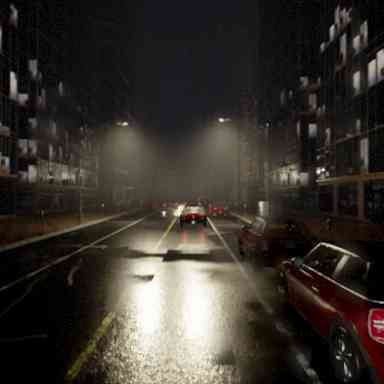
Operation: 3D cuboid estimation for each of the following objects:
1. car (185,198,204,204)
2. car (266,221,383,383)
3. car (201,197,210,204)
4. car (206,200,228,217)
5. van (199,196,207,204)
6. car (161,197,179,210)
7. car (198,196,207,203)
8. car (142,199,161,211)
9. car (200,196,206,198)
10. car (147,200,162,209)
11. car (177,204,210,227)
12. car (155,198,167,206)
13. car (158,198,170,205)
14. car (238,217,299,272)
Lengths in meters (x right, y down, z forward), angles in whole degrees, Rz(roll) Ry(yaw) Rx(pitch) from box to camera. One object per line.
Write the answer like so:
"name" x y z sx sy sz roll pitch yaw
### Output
"car" 0.089 1.839 41.807 1.994 1.385 4.181 0 0 0
"car" 2.690 1.478 5.358 1.967 1.590 4.097 0 0 0
"car" 2.679 1.893 50.896 1.947 1.339 4.313 0 0 0
"car" 2.683 1.771 33.819 1.887 1.381 4.507 0 0 0
"van" 2.673 1.823 79.359 1.690 1.788 3.998 0 0 0
"car" -3.012 1.682 47.479 2.097 1.767 4.553 0 0 0
"car" 2.671 1.951 85.050 1.967 1.590 4.097 0 0 0
"car" -5.700 1.840 45.208 1.887 1.381 4.507 0 0 0
"car" 2.676 1.957 62.280 1.947 1.339 4.313 0 0 0
"car" -5.702 1.910 50.901 1.802 1.307 4.206 0 0 0
"car" 0.094 1.768 24.493 1.895 1.301 4.718 0 0 0
"car" -5.704 1.936 62.286 1.887 1.381 4.507 0 0 0
"car" -5.706 1.989 67.979 1.947 1.339 4.313 0 0 0
"car" 2.688 1.517 11.050 1.967 1.590 4.097 0 0 0
